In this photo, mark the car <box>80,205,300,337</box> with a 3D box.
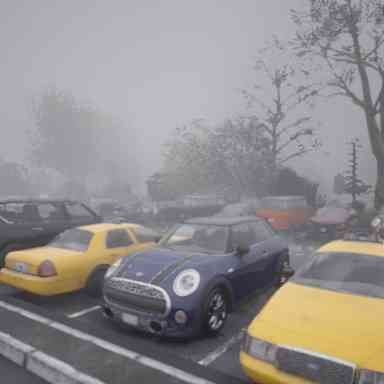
[{"bbox_3d":[0.355,1.323,6.853,2.185,1.767,4.553,0,0,35],"label":"car"}]

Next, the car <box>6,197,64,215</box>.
[{"bbox_3d":[-15.684,1.336,33.474,2.163,1.488,4.792,1,1,35],"label":"car"}]

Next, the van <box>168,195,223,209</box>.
[{"bbox_3d":[0.670,1.218,22.116,1.878,1.987,4.442,0,0,35],"label":"van"}]

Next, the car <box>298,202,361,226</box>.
[{"bbox_3d":[7.426,1.447,17.213,2.097,1.535,5.008,0,0,35],"label":"car"}]

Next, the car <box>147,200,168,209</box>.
[{"bbox_3d":[-1.824,1.317,23.693,2.185,1.767,4.553,0,0,35],"label":"car"}]

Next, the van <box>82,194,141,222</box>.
[{"bbox_3d":[-6.388,1.215,26.807,1.878,1.987,4.442,0,0,35],"label":"van"}]

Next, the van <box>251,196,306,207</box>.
[{"bbox_3d":[5.286,1.220,18.858,1.878,1.987,4.442,0,0,35],"label":"van"}]

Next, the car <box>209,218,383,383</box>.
[{"bbox_3d":[2.539,1.447,5.047,1.946,1.575,5.366,0,0,35],"label":"car"}]

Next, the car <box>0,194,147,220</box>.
[{"bbox_3d":[-4.266,1.196,10.107,2.435,2.045,5.566,0,0,35],"label":"car"}]

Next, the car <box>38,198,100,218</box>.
[{"bbox_3d":[-11.046,1.405,30.232,2.097,1.535,5.008,2,1,35],"label":"car"}]

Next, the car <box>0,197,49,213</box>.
[{"bbox_3d":[-17.991,1.285,35.101,2.163,1.488,4.792,1,1,35],"label":"car"}]

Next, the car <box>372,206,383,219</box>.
[{"bbox_3d":[9.749,1.322,15.607,2.185,1.767,4.553,0,0,35],"label":"car"}]

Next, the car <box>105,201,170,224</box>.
[{"bbox_3d":[-3.992,1.471,25.300,2.163,1.488,4.792,0,0,35],"label":"car"}]

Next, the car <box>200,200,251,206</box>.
[{"bbox_3d":[2.914,1.446,20.397,2.231,1.521,4.892,0,0,35],"label":"car"}]

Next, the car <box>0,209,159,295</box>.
[{"bbox_3d":[-1.866,1.445,8.607,1.946,1.575,5.366,0,0,35],"label":"car"}]
